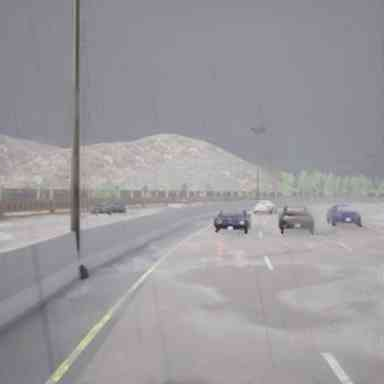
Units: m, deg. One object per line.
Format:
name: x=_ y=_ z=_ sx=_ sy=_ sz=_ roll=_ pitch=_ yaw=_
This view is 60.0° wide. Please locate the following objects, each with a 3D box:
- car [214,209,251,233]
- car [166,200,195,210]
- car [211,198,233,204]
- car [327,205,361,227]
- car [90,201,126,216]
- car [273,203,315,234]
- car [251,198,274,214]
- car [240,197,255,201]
car: x=2.578 y=1.660 z=20.124 sx=1.895 sy=1.301 sz=4.718 roll=1 pitch=0 yaw=13
car: x=-1.372 y=1.698 z=41.760 sx=1.895 sy=1.301 sz=4.718 roll=0 pitch=0 yaw=24
car: x=4.116 y=1.623 z=45.003 sx=2.128 sy=1.511 sz=4.902 roll=0 pitch=0 yaw=27
car: x=10.811 y=1.638 z=23.843 sx=1.812 sy=1.442 sz=4.674 roll=0 pitch=0 yaw=16
car: x=-8.322 y=1.607 z=33.383 sx=1.994 sy=1.385 sz=4.181 roll=0 pitch=0 yaw=19
car: x=6.167 y=1.572 z=19.994 sx=2.128 sy=1.511 sz=4.902 roll=0 pitch=0 yaw=13
car: x=8.207 y=1.657 z=36.945 sx=1.812 sy=1.442 sz=4.674 roll=0 pitch=0 yaw=23
car: x=11.849 y=1.731 z=69.189 sx=2.128 sy=1.511 sz=4.902 roll=0 pitch=0 yaw=40
